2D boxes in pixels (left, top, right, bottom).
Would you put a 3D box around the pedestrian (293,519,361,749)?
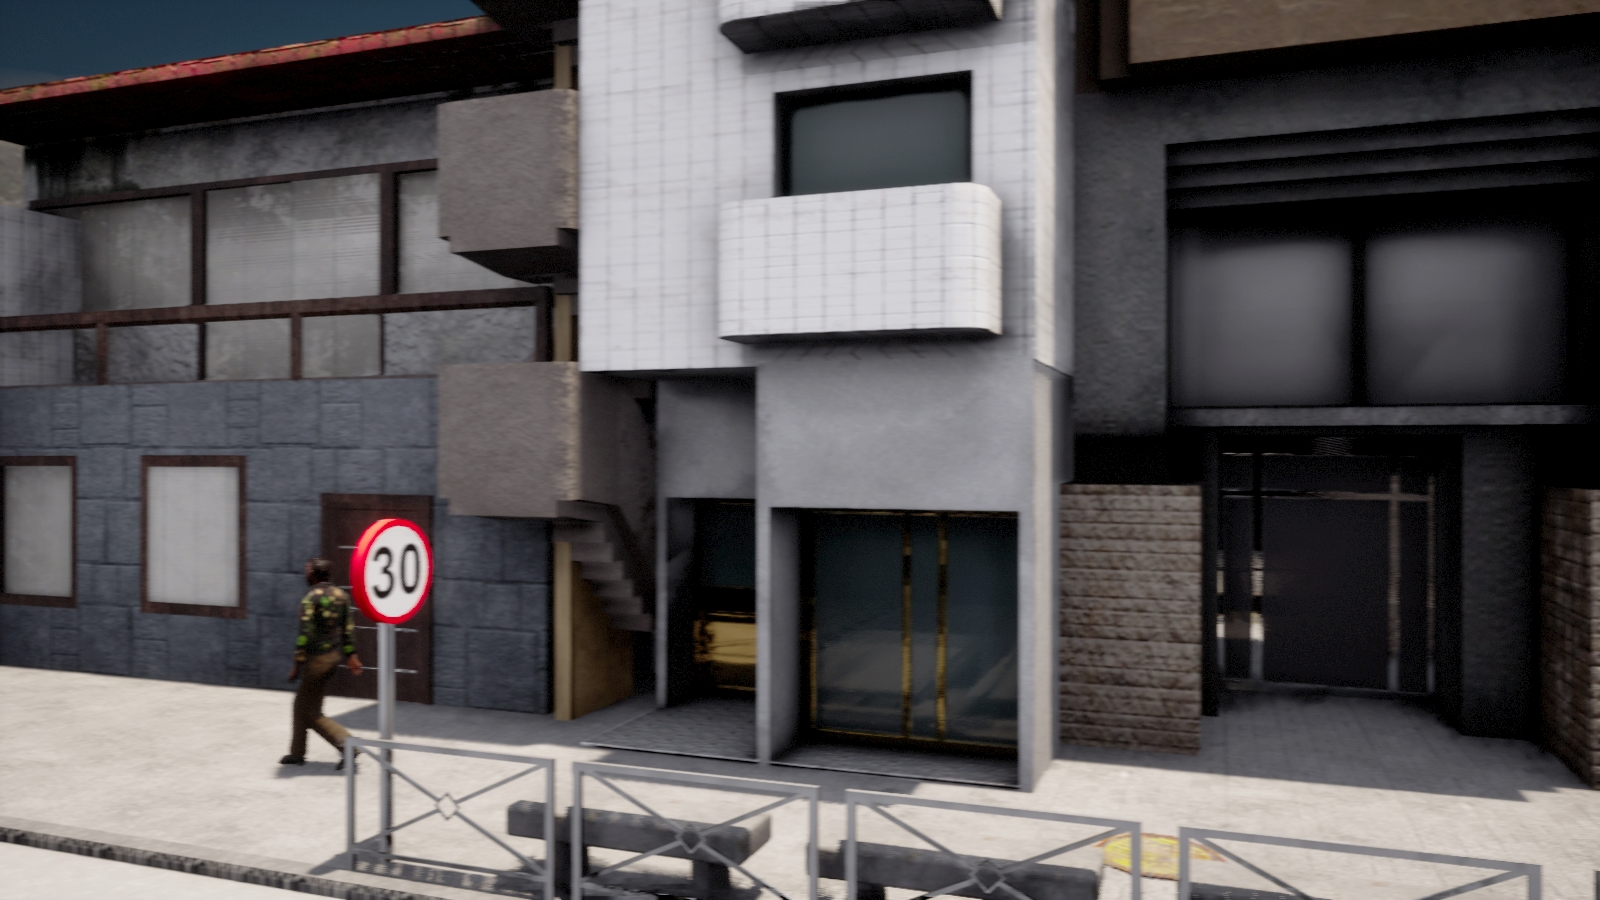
[{"bbox_3d":[-3.968,1.524,9.597,0.375,1.860,0.375,0,0,16],"label":"pedestrian"}]
